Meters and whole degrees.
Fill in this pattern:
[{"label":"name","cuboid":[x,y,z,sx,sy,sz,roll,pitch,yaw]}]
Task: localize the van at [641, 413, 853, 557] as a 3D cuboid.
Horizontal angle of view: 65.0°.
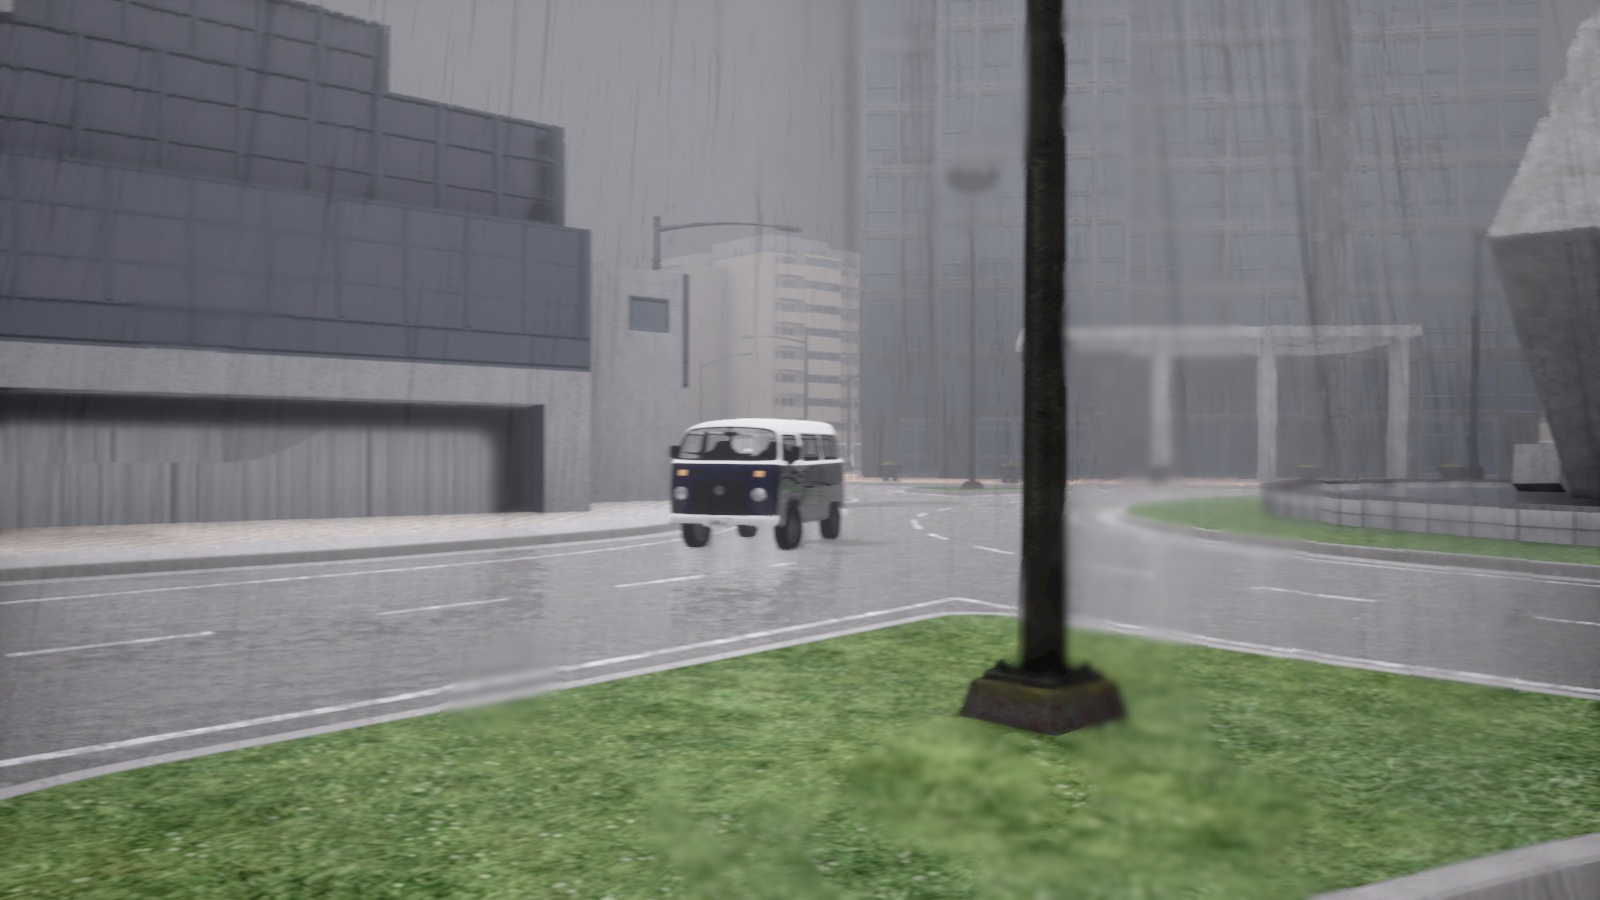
[{"label":"van","cuboid":[-0.702,0.498,20.228,2.069,2.038,4.480,0,0,16]}]
